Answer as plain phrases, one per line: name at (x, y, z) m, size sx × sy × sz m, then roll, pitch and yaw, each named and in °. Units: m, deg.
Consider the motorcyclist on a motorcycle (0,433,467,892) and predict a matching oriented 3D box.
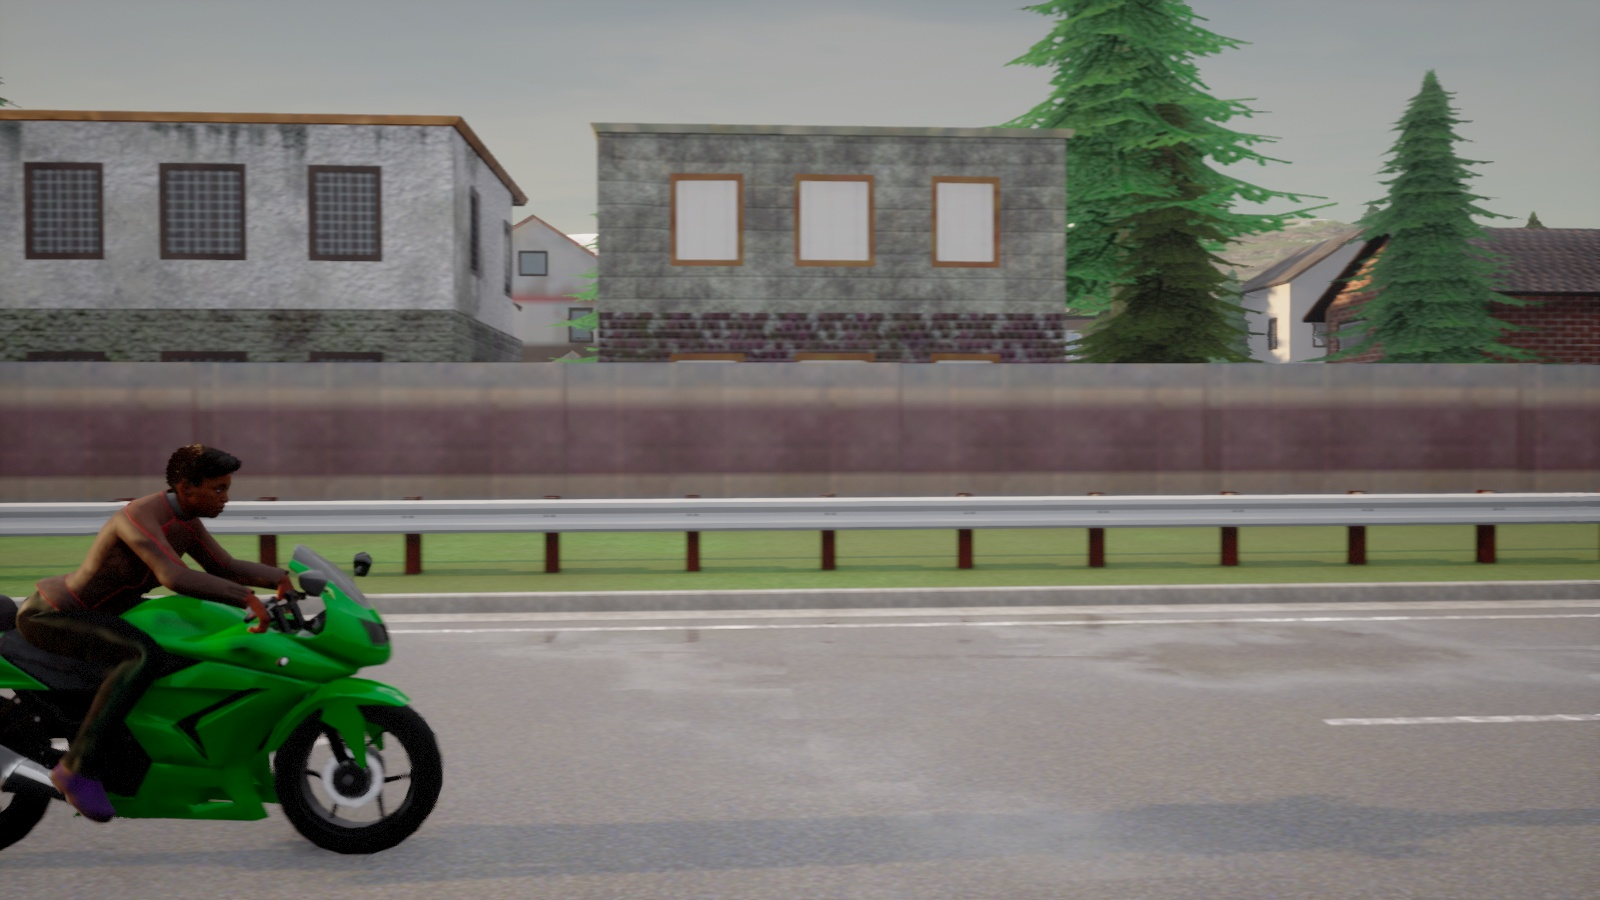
motorcyclist on a motorcycle at (-2.356, 0.719, 4.616) m, size 2.044 × 1.523 × 0.797 m, roll 1°, pitch 1°, yaw -4°
